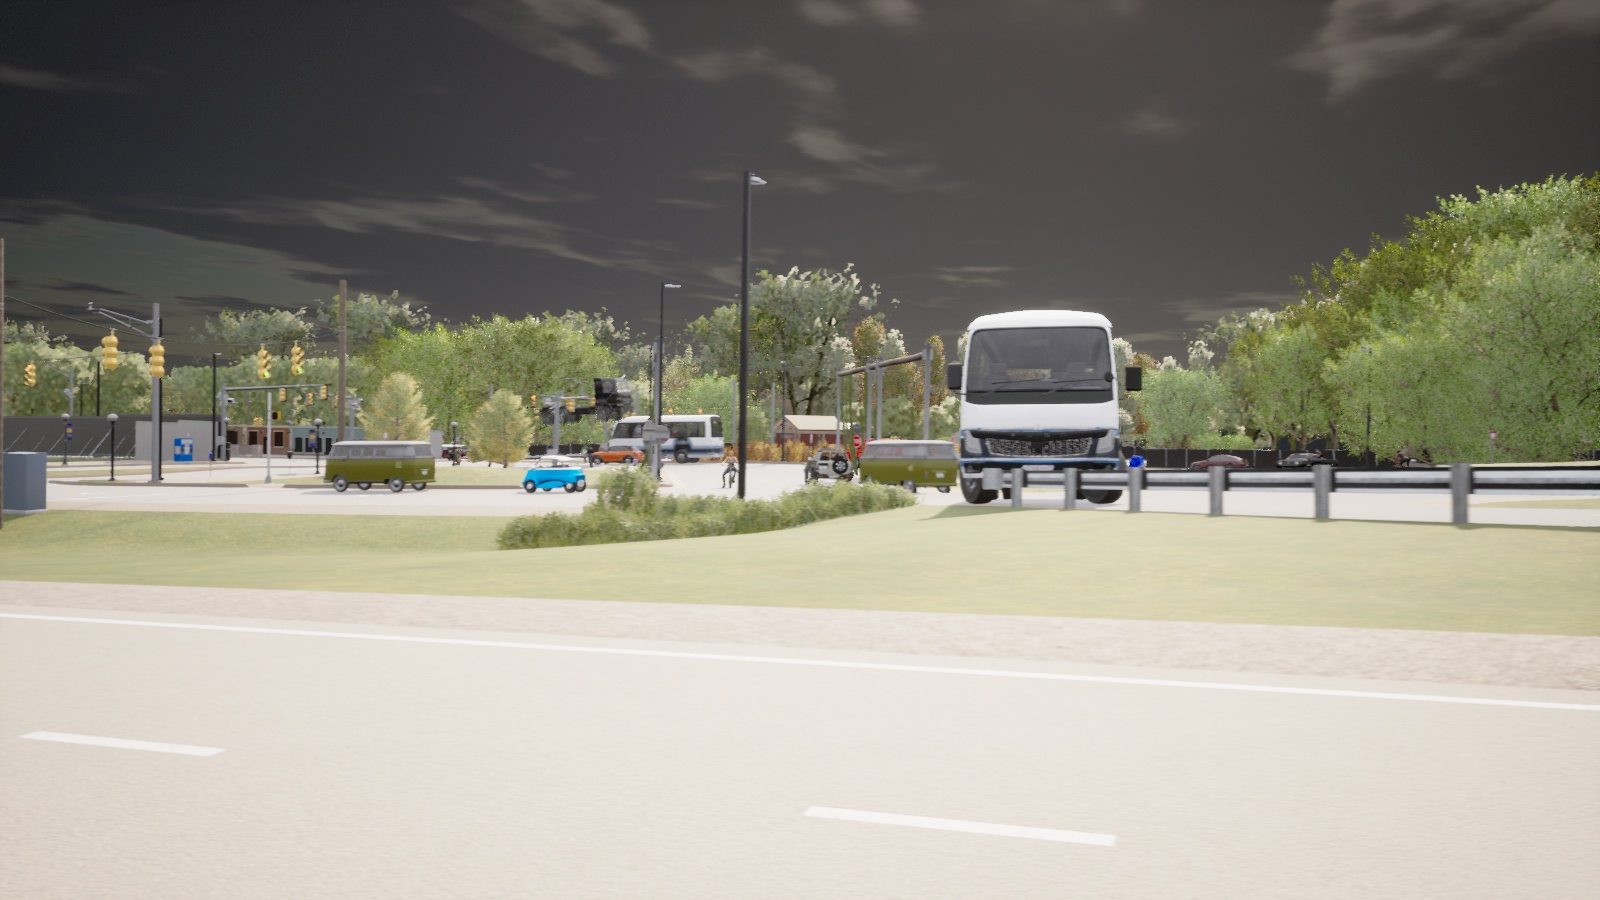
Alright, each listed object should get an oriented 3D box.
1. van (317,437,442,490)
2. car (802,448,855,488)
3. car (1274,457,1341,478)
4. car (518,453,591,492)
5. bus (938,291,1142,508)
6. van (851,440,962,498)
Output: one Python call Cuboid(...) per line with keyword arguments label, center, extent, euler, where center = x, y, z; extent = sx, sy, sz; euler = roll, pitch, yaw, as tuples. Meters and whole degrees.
Cuboid(label="van", center=(-16.485, 0.505, 49.206), extent=(4.442, 1.987, 1.775), euler=(0, 1, 18))
Cuboid(label="car", center=(1.343, 0.854, 61.883), extent=(1.932, 1.855, 4.605), euler=(1, -1, -7))
Cuboid(label="car", center=(33.934, 1.142, 83.888), extent=(4.718, 1.301, 1.895), euler=(0, 1, -36))
Cuboid(label="car", center=(-9.142, 0.820, 46.785), extent=(2.207, 1.376, 1.481), euler=(0, 1, 19))
Cuboid(label="bus", center=(5.802, -0.848, 29.940), extent=(3.944, 4.253, 10.273), euler=(0, -2, 12))
Cuboid(label="van", center=(3.820, 0.660, 45.641), extent=(1.775, 1.987, 4.442), euler=(1, -1, -30))
